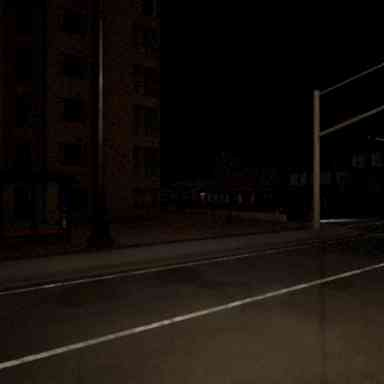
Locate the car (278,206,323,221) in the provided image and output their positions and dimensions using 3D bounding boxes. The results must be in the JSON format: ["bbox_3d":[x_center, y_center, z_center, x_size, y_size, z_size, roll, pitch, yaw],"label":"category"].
[{"bbox_3d":[10.093,2.033,31.303,1.994,1.385,4.181,0,-4,-36],"label":"car"}]
